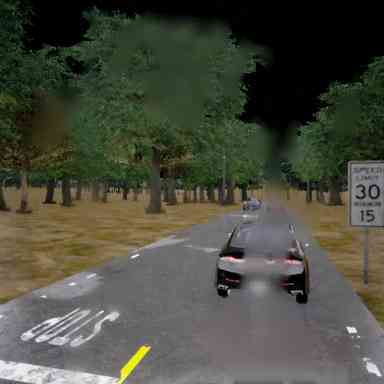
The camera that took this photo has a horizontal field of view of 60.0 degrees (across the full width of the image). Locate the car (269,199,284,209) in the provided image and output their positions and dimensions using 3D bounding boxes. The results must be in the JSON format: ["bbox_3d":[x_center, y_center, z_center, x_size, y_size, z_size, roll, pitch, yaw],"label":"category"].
[{"bbox_3d":[12.225,1.680,48.033,2.033,1.411,5.357,0,-1,15],"label":"car"}]

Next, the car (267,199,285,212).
[{"bbox_3d":[9.728,1.618,38.388,1.994,1.385,4.181,0,0,15],"label":"car"}]

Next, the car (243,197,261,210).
[{"bbox_3d":[7.850,1.435,43.178,2.097,1.767,4.553,0,0,15],"label":"car"}]

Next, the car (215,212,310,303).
[{"bbox_3d":[1.812,1.485,8.316,2.128,1.511,4.902,0,0,15],"label":"car"}]
